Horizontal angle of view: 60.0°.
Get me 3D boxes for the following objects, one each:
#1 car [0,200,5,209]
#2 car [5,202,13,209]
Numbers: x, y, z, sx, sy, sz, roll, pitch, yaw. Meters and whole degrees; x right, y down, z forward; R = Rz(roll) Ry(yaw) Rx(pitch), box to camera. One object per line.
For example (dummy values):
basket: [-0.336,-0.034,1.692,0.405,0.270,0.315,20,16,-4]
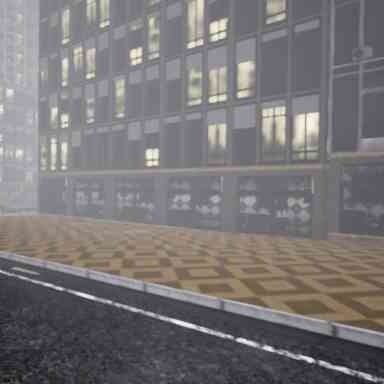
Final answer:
car: [-23.898,1.484,36.428,2.192,1.841,5.009,1,0,36]
car: [-27.405,1.600,45.800,1.752,1.417,4.829,1,0,36]
